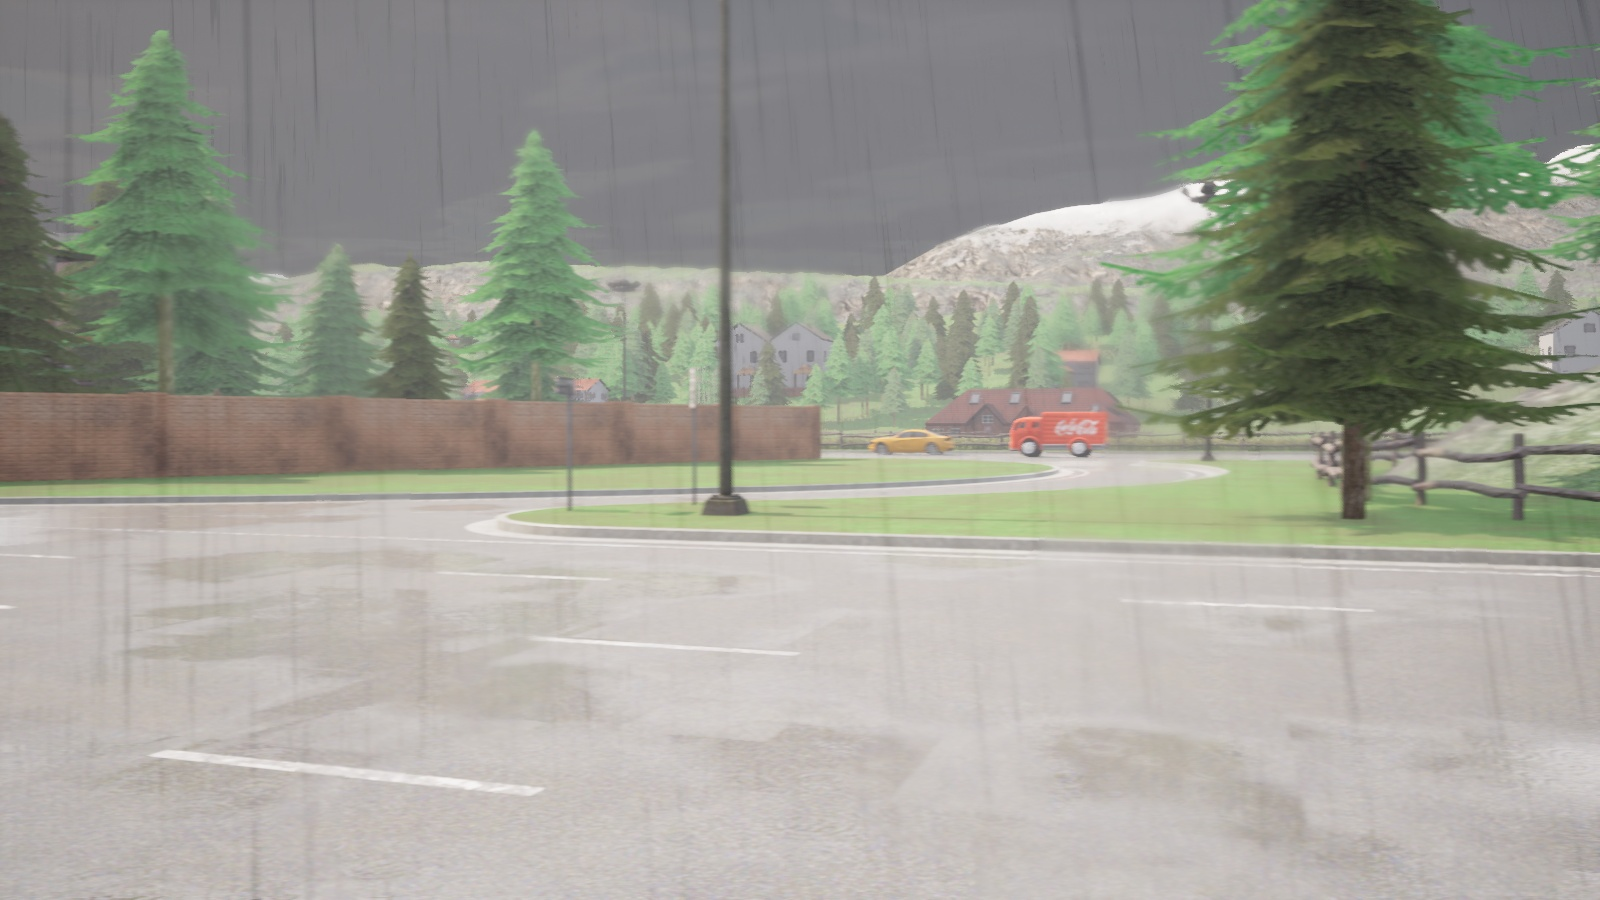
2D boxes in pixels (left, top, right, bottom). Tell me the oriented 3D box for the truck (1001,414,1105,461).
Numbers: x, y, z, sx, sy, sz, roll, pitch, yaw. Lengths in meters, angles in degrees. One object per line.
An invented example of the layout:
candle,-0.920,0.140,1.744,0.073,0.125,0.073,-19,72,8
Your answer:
truck,13.788,-0.726,68.325,5.204,2.467,2.627,1,1,19

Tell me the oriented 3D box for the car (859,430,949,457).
car,6.177,-0.414,74.611,5.008,1.535,1.882,1,1,19
